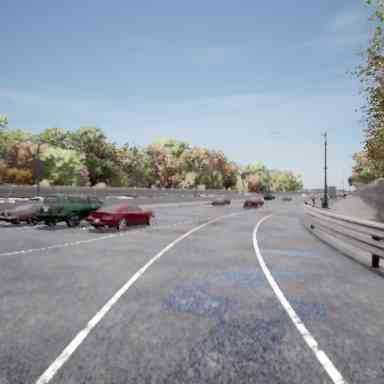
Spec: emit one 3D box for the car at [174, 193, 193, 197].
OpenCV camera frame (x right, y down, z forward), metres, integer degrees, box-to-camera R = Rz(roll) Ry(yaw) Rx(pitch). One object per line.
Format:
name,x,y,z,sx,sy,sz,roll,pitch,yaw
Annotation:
car,-1.106,1.396,66.442,2.097,1.767,4.553,0,0,26

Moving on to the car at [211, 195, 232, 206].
car,4.904,1.563,54.851,2.033,1.411,5.357,0,0,26

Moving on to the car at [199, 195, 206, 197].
car,2.660,1.559,82.056,1.882,1.535,5.008,0,0,26

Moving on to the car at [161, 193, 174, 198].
car,-4.312,1.266,67.849,2.150,2.045,5.566,0,0,26

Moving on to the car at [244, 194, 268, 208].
car,8.800,1.477,46.903,1.882,1.535,5.008,0,0,26

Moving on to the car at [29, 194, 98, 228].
car,-7.343,1.150,21.809,2.150,2.045,5.566,0,0,26

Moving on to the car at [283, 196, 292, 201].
car,25.724,1.708,89.333,1.895,1.301,4.718,0,0,26

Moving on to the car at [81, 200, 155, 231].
car,-4.122,1.435,20.392,1.882,1.535,5.008,1,0,26

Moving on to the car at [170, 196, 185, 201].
car,-3.760,1.634,84.863,1.994,1.385,4.181,0,0,26

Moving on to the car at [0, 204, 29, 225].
car,-10.550,1.477,23.215,2.033,1.411,5.357,0,0,26

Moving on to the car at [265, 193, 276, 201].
car,19.908,1.325,85.427,2.150,2.045,5.566,0,0,26

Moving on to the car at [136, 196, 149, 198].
car,-10.737,1.570,70.646,2.128,1.511,4.902,0,0,26
